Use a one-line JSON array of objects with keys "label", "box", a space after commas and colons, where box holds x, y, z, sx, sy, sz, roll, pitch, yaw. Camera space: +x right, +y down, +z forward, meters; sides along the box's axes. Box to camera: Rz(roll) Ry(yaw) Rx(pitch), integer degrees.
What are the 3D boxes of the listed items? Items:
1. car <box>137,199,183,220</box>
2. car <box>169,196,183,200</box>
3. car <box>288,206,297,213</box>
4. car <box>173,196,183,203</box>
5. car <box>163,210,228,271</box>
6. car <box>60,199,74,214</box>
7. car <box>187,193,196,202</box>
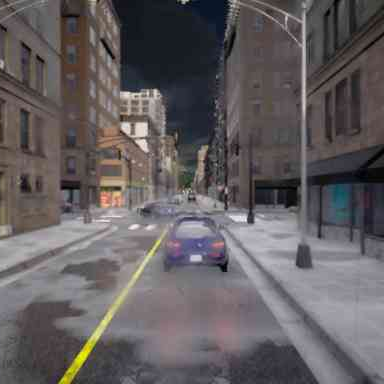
[{"label": "car", "box": [-3.029, 1.570, 28.641, 2.033, 1.411, 5.357, 0, 0, -29]}, {"label": "car", "box": [-3.083, 1.521, 56.291, 2.128, 1.511, 4.902, 0, 0, 0]}, {"label": "car", "box": [12.406, 1.542, 34.371, 4.829, 1.417, 1.752, 0, 0, 1]}, {"label": "car", "box": [-3.034, 1.550, 72.612, 1.812, 1.442, 4.674, 0, 0, 0]}, {"label": "car", "box": [0.096, 1.536, 10.808, 1.812, 1.442, 4.674, 0, 0, 0]}, {"label": "car", "box": [-14.618, 1.452, 34.640, 4.097, 1.590, 1.967, 0, 0, 1]}, {"label": "car", "box": [-0.035, 1.498, 76.538, 1.882, 1.535, 5.008, 0, 0, 0]}]
